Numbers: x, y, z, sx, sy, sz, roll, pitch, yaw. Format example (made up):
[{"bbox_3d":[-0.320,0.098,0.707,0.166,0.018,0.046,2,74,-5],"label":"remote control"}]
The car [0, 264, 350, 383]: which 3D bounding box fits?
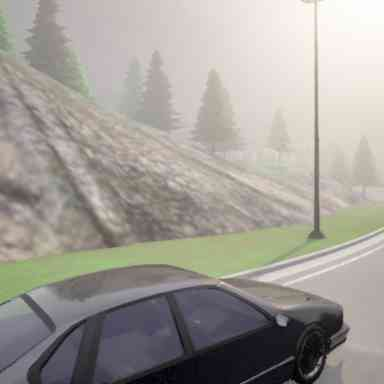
[{"bbox_3d":[-0.436,1.561,3.570,5.357,1.411,2.033,0,0,-38],"label":"car"}]
